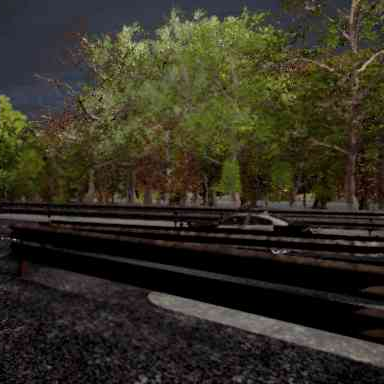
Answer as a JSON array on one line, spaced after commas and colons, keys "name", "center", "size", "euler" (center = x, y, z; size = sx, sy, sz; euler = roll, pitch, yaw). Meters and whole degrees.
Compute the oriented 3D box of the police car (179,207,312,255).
[{"name": "police car", "center": [1.942, 1.441, 13.003], "size": [5.238, 1.638, 1.930], "euler": [0, 0, 23]}]
